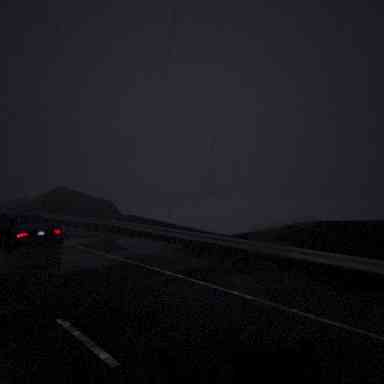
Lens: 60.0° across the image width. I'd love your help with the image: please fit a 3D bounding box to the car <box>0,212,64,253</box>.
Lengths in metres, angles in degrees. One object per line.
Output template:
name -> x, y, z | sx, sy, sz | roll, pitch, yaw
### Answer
car -> -7.189, 1.548, 13.801 | 2.033, 1.411, 5.357 | 0, 0, -44
